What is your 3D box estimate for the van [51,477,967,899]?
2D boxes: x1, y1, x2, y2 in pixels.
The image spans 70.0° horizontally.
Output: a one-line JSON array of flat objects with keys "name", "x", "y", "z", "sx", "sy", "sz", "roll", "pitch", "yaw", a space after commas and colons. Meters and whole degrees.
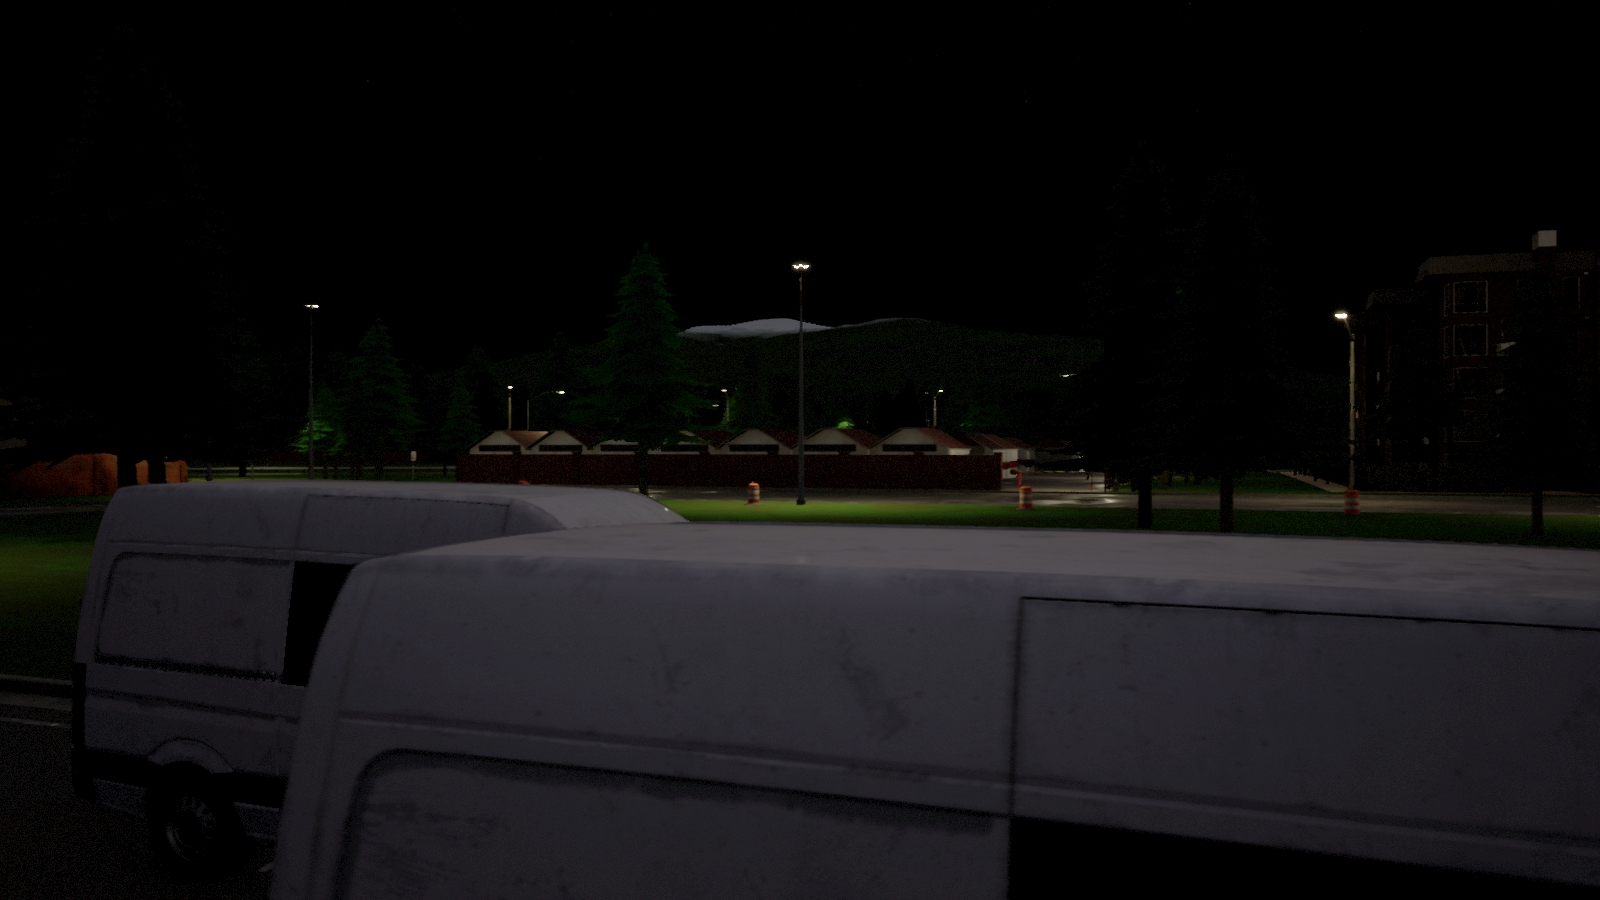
[{"name": "van", "x": -2.007, "y": 1.532, "z": 7.758, "sx": 5.915, "sy": 2.561, "sz": 1.988, "roll": 1, "pitch": 0, "yaw": 20}]

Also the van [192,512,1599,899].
[{"name": "van", "x": 1.639, "y": 1.534, "z": 2.707, "sx": 5.915, "sy": 2.561, "sz": 1.988, "roll": 0, "pitch": 0, "yaw": 20}]
